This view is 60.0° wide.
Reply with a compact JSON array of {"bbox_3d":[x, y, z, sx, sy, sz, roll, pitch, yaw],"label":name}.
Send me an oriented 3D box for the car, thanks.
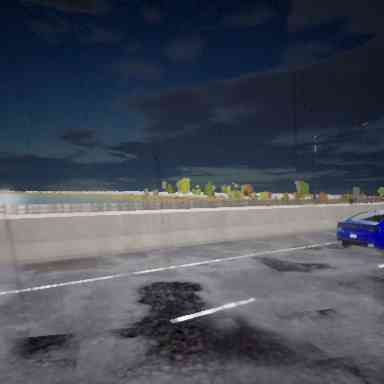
[{"bbox_3d":[8.045,1.493,13.830,5.008,1.535,1.882,0,0,-35],"label":"car"}]
